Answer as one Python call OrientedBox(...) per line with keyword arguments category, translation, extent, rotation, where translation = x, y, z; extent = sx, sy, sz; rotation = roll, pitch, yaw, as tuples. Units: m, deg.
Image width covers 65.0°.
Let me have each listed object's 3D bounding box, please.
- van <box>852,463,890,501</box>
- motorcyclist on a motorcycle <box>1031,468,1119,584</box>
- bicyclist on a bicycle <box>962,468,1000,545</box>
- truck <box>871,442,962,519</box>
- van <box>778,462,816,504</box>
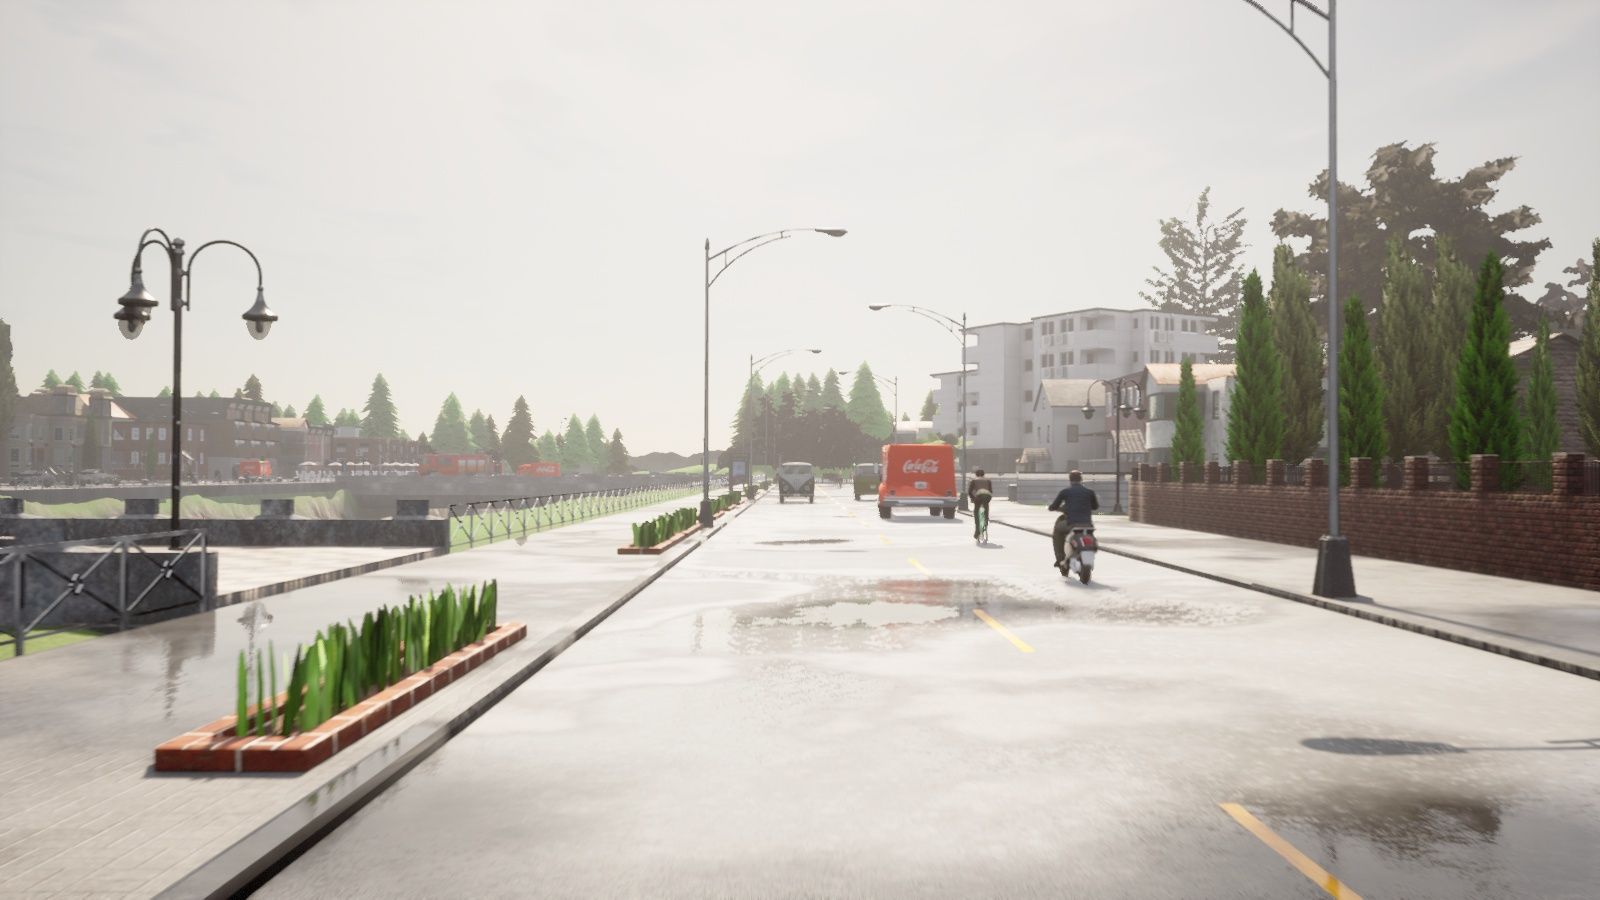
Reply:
OrientedBox(category="van", translation=(3.839, 1.694, 68.236), extent=(1.775, 1.987, 4.442), rotation=(0, -1, 0))
OrientedBox(category="motorcyclist on a motorcycle", translation=(3.957, 1.057, 18.197), extent=(0.866, 1.590, 1.817), rotation=(0, -1, 0))
OrientedBox(category="bicyclist on a bicycle", translation=(3.935, 1.210, 27.369), extent=(0.582, 1.620, 1.656), rotation=(0, -1, 0))
OrientedBox(category="truck", translation=(3.897, 1.035, 43.183), extent=(2.627, 2.467, 5.204), rotation=(0, -1, 0))
OrientedBox(category="van", translation=(-0.147, 1.606, 62.012), extent=(1.775, 1.987, 4.442), rotation=(0, -1, 0))
